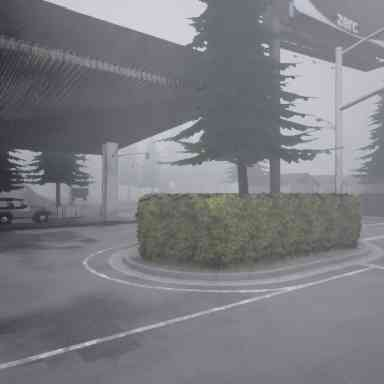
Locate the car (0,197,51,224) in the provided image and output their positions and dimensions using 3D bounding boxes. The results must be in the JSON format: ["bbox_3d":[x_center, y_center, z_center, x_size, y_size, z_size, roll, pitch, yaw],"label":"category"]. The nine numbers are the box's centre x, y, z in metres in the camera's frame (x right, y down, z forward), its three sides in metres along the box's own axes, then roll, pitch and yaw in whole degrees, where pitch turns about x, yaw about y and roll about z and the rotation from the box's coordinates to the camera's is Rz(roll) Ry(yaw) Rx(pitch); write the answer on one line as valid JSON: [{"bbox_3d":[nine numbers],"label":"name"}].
[{"bbox_3d":[-12.104,1.313,23.392,3.866,1.878,1.905,0,0,-36],"label":"car"}]
